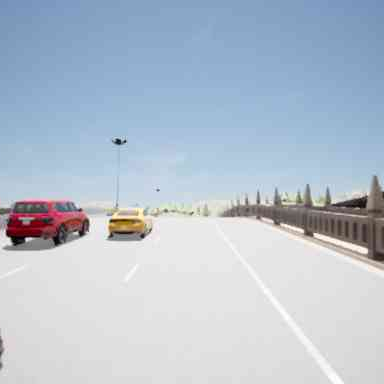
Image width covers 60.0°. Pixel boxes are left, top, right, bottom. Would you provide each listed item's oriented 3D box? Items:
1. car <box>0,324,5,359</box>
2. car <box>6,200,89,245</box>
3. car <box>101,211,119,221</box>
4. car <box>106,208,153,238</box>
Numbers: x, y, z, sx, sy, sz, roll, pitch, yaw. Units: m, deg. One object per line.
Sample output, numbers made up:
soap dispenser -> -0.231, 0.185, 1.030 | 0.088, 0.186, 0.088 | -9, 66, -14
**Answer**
car -> -3.400, 1.590, 2.585 | 1.994, 1.385, 4.181 | 0, -1, 0
car -> -6.898, 1.381, 16.533 | 2.150, 2.045, 5.566 | 0, 0, 0
car -> -14.043, 4.162, 56.903 | 1.994, 1.385, 4.181 | 0, -8, 1
car -> -3.398, 1.660, 19.080 | 1.882, 1.535, 5.008 | 0, 0, 0
